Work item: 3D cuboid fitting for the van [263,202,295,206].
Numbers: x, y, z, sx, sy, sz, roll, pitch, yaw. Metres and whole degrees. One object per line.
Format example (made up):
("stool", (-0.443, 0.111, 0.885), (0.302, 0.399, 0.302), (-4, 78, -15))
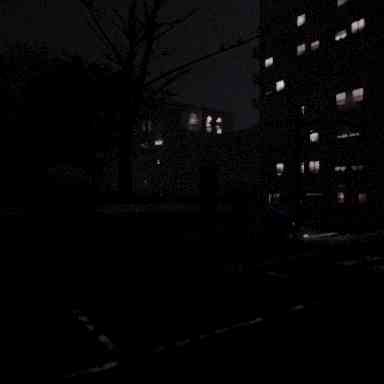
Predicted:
("van", (7.751, 1.861, 30.620), (1.690, 1.788, 3.998), (-1, 0, -36))

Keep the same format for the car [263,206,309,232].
("car", (5.592, 1.965, 23.769), (2.033, 1.411, 5.357), (0, -1, -36))
